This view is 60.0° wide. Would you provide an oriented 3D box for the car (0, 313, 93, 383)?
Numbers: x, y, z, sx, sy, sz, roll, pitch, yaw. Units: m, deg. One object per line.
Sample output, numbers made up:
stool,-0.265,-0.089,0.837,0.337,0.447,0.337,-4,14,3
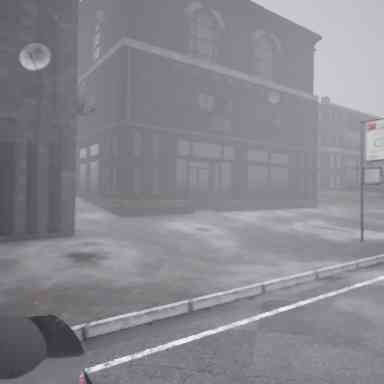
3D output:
car,-2.866,1.495,1.333,4.902,1.511,2.128,0,0,-35
